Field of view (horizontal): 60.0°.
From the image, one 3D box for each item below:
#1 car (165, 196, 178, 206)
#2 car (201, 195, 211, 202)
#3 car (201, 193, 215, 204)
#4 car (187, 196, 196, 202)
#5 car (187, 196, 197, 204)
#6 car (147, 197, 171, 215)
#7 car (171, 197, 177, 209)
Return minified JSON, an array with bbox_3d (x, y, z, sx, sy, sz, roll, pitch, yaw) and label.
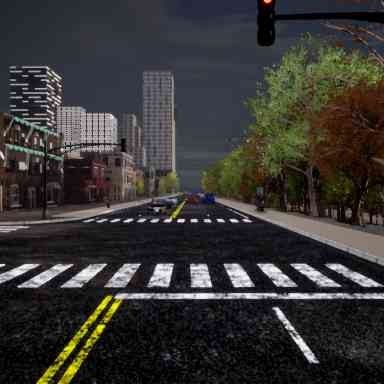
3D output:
[{"bbox_3d":[-3.453,1.505,56.485,1.812,1.442,4.674,0,0,0],"label":"car"},{"bbox_3d":[3.092,1.448,74.383,1.882,1.535,5.008,0,0,0],"label":"car"},{"bbox_3d":[3.217,1.198,63.808,2.150,2.045,5.566,0,0,0],"label":"car"},{"bbox_3d":[-0.152,1.524,74.141,1.994,1.385,4.181,0,0,0],"label":"car"},{"bbox_3d":[-0.025,1.540,64.189,1.994,1.385,4.181,0,0,-1],"label":"car"},{"bbox_3d":[-3.474,1.481,34.041,2.128,1.511,4.902,0,0,-3],"label":"car"},{"bbox_3d":[-3.442,1.586,44.277,1.895,1.301,4.718,0,0,0],"label":"car"}]
